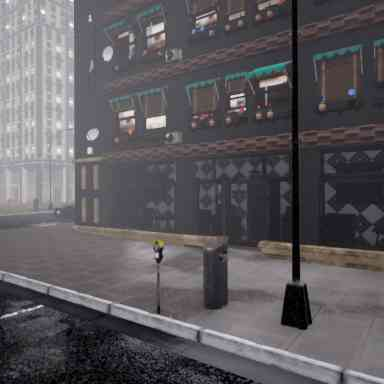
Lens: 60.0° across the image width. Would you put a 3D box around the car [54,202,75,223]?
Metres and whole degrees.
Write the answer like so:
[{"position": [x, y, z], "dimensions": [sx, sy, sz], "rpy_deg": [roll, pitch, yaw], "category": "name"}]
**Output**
[{"position": [-7.267, 1.283, 22.768], "dimensions": [1.947, 1.339, 4.313], "rpy_deg": [1, 1, 35], "category": "car"}]
